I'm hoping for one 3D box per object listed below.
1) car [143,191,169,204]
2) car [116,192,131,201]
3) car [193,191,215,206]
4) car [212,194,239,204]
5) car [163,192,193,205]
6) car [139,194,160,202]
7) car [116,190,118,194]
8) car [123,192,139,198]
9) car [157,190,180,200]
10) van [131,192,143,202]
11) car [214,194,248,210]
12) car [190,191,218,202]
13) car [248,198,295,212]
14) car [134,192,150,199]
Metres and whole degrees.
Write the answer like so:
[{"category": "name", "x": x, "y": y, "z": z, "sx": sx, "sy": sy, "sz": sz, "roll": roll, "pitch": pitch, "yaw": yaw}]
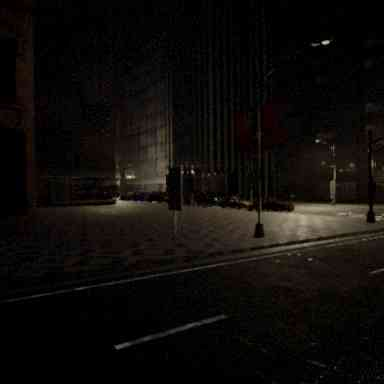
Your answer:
[{"category": "car", "x": -4.993, "y": 0.872, "z": 51.625, "sx": 2.192, "sy": 1.841, "sz": 5.009, "roll": -1, "pitch": 1, "yaw": -36}, {"category": "car", "x": -11.580, "y": 1.003, "z": 60.747, "sx": 2.008, "sy": 1.369, "sz": 4.403, "roll": 0, "pitch": 1, "yaw": -36}, {"category": "car", "x": 2.697, "y": 0.946, "z": 45.701, "sx": 2.097, "sy": 1.767, "sz": 4.553, "roll": -1, "pitch": 1, "yaw": -36}, {"category": "car", "x": 5.213, "y": 1.035, "z": 52.057, "sx": 1.947, "sy": 1.339, "sz": 4.313, "roll": -1, "pitch": 1, "yaw": -36}, {"category": "car", "x": -1.699, "y": 1.152, "z": 47.068, "sx": 1.887, "sy": 1.381, "sz": 4.507, "roll": -1, "pitch": 1, "yaw": -36}, {"category": "car", "x": -7.703, "y": 1.033, "z": 60.248, "sx": 1.994, "sy": 1.385, "sz": 4.181, "roll": -1, "pitch": 1, "yaw": -36}, {"category": "car", "x": -21.133, "y": 0.346, "z": 88.529, "sx": 2.192, "sy": 1.841, "sz": 5.009, "roll": 0, "pitch": 1, "yaw": -36}, {"category": "car", "x": -14.547, "y": 0.690, "z": 79.413, "sx": 1.887, "sy": 1.381, "sz": 4.507, "roll": 0, "pitch": 1, "yaw": -36}, {"category": "car", "x": -4.667, "y": 0.629, "z": 65.733, "sx": 2.192, "sy": 1.841, "sz": 5.009, "roll": 0, "pitch": 1, "yaw": -36}, {"category": "van", "x": -8.286, "y": 0.847, "z": 56.185, "sx": 1.690, "sy": 1.788, "sz": 3.998, "roll": 0, "pitch": 1, "yaw": -36}, {"category": "car", "x": 4.987, "y": 1.229, "z": 37.810, "sx": 1.752, "sy": 1.417, "sz": 4.829, "roll": -1, "pitch": 1, "yaw": -36}, {"category": "car", "x": 1.919, "y": 0.734, "z": 56.614, "sx": 2.192, "sy": 1.841, "sz": 5.009, "roll": -1, "pitch": 1, "yaw": -36}, {"category": "car", "x": 8.182, "y": 1.292, "z": 33.389, "sx": 1.887, "sy": 1.381, "sz": 4.507, "roll": -1, "pitch": 1, "yaw": -36}, {"category": "car", "x": -11.253, "y": 0.784, "z": 74.855, "sx": 1.802, "sy": 1.307, "sz": 4.206, "roll": 0, "pitch": 1, "yaw": -36}]
